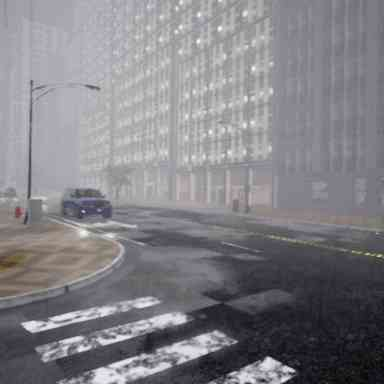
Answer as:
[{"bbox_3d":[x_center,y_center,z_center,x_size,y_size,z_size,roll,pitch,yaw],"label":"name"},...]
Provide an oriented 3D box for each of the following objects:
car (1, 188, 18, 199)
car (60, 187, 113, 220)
[{"bbox_3d":[-28.133,0.112,51.167,1.837,1.490,4.892,1,1,-36],"label":"car"},{"bbox_3d":[-7.398,0.719,22.942,2.150,2.045,5.566,1,1,-36],"label":"car"}]
